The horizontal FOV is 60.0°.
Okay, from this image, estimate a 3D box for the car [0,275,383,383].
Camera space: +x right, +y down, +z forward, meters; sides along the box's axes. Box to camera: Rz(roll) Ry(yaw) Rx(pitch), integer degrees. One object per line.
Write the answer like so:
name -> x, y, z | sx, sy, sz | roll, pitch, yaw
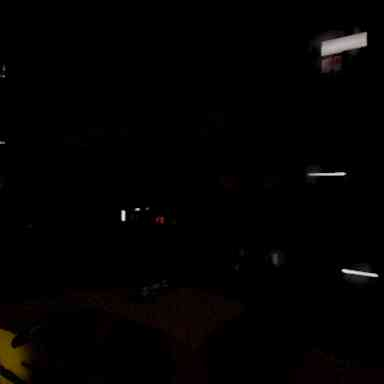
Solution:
car -> -0.584, 1.509, 3.277 | 4.829, 1.417, 1.752 | 1, 1, 36
